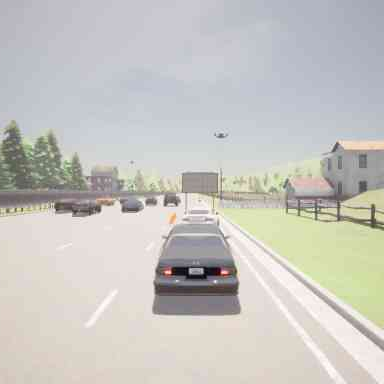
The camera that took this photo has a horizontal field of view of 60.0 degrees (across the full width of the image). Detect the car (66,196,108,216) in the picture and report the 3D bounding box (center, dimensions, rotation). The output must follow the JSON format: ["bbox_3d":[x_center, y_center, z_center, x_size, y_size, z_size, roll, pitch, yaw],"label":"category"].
[{"bbox_3d":[-10.365,1.492,33.136,2.128,1.511,4.902,0,0,0],"label":"car"}]

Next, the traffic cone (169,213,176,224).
[{"bbox_3d":[-1.463,1.955,23.162,0.340,0.580,0.340,0,0,0],"label":"traffic cone"}]

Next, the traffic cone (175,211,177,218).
[{"bbox_3d":[-1.461,1.955,25.162,0.340,0.580,0.340,0,0,0],"label":"traffic cone"}]

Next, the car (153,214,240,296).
[{"bbox_3d":[0.107,1.547,8.806,2.033,1.411,5.357,0,0,1],"label":"car"}]

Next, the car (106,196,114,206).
[{"bbox_3d":[-13.846,1.352,53.113,2.097,1.767,4.553,0,0,0],"label":"car"}]

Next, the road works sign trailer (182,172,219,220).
[{"bbox_3d":[0.509,0.464,22.060,2.380,3.560,2.880,0,0,-3],"label":"road works sign trailer"}]

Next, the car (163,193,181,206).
[{"bbox_3d":[-3.345,1.221,53.342,2.150,2.045,5.566,0,0,0],"label":"car"}]

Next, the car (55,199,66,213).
[{"bbox_3d":[-13.861,1.478,37.816,1.882,1.535,5.008,0,0,0],"label":"car"}]

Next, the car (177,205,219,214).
[{"bbox_3d":[0.490,1.539,18.445,1.812,1.442,4.674,0,-1,6],"label":"car"}]

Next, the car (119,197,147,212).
[{"bbox_3d":[-6.860,1.564,38.742,1.994,1.385,4.181,0,0,0],"label":"car"}]

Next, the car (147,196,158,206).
[{"bbox_3d":[-6.841,1.504,56.519,1.837,1.490,4.892,0,0,0],"label":"car"}]

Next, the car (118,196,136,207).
[{"bbox_3d":[-10.345,1.478,53.509,1.882,1.535,5.008,0,0,0],"label":"car"}]

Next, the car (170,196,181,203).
[{"bbox_3d":[-3.329,1.564,68.557,1.994,1.385,4.181,0,0,0],"label":"car"}]
